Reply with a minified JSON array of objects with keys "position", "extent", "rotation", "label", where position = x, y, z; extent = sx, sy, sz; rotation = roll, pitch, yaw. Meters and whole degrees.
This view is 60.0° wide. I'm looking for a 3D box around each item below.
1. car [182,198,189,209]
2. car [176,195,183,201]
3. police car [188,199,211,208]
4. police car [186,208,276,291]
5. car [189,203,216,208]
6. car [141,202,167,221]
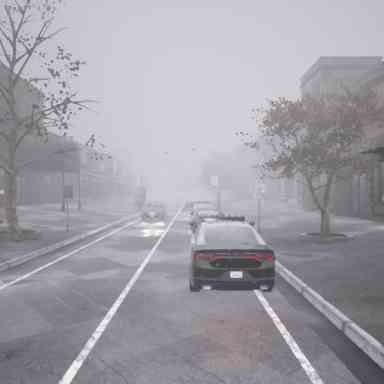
[{"position":[-0.070,1.720,47.752],"extent":[1.812,1.442,4.674],"rotation":[0,0,0],"label":"car"},{"position":[-3.171,1.588,87.995],"extent":[2.033,1.411,5.357],"rotation":[0,0,0],"label":"car"},{"position":[0.851,1.531,25.232],"extent":[1.930,1.638,5.238],"rotation":[0,0,0],"label":"police car"},{"position":[0.882,1.460,9.232],"extent":[1.930,1.638,5.238],"rotation":[0,0,0],"label":"police car"},{"position":[0.863,1.605,19.122],"extent":[1.812,1.442,4.674],"rotation":[0,0,0],"label":"car"},{"position":[-3.157,1.614,28.594],"extent":[2.128,1.511,4.902],"rotation":[0,0,0],"label":"car"}]
